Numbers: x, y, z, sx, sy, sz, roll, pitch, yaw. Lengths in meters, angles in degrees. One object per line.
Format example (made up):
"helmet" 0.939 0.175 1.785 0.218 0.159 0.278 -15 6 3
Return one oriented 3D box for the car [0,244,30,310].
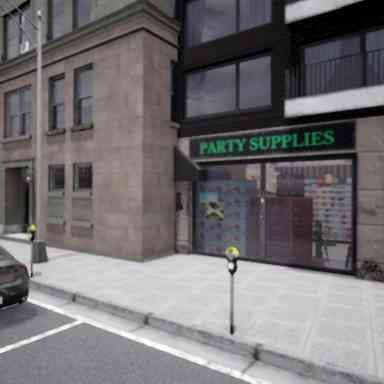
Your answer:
"car" -4.949 1.534 6.607 4.403 1.369 2.008 0 0 35
